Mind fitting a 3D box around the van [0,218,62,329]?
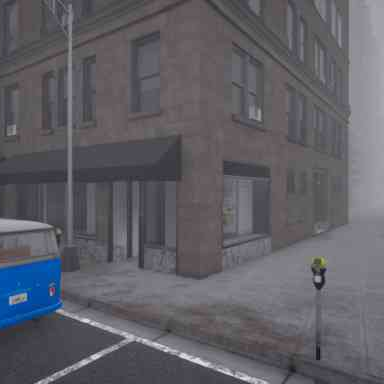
[{"bbox_3d":[-4.073,1.340,5.985,3.998,1.788,1.690,0,0,36],"label":"van"}]
